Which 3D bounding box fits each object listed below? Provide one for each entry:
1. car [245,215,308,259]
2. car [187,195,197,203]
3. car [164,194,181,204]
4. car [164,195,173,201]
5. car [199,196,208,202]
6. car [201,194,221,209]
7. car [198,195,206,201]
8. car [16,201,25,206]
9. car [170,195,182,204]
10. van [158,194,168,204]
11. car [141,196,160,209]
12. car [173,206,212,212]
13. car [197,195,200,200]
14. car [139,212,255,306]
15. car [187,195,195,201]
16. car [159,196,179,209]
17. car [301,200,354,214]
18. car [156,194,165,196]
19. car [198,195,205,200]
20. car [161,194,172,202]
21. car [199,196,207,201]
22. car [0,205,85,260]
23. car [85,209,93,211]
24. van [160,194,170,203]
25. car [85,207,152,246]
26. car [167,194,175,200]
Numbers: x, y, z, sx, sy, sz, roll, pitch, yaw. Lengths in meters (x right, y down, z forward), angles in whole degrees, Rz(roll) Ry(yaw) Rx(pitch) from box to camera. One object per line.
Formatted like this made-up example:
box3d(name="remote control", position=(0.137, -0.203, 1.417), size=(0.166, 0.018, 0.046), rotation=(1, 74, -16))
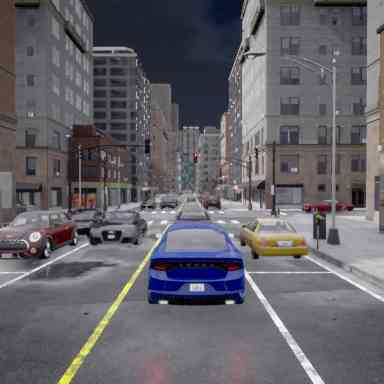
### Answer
box3d(name="car", position=(2.821, 1.527, 12.419), size=(1.752, 1.417, 4.829), rotation=(-1, 0, 0))
box3d(name="car", position=(-0.159, 1.577, 74.045), size=(2.128, 1.511, 4.902), rotation=(0, 0, 0))
box3d(name="car", position=(-3.207, 1.550, 55.245), size=(1.837, 1.490, 4.892), rotation=(0, 0, 0))
box3d(name="car", position=(-5.858, 1.505, 83.700), size=(1.967, 1.590, 4.097), rotation=(-1, 0, 0))
box3d(name="car", position=(2.688, 1.587, 78.303), size=(1.752, 1.417, 4.829), rotation=(-1, 0, 0))
box3d(name="car", position=(2.750, 1.349, 44.617), size=(2.192, 1.841, 5.009), rotation=(-1, 0, 0))
box3d(name="car", position=(2.668, 1.633, 89.304), size=(1.947, 1.339, 4.313), rotation=(-1, 0, 0))
box3d(name="car", position=(-15.842, 1.519, 29.468), size=(4.553, 1.767, 2.097), rotation=(-1, 1, 1))
box3d(name="car", position=(-3.180, 1.406, 65.450), size=(2.097, 1.767, 4.553), rotation=(0, 0, 1))
box3d(name="van", position=(-5.823, 1.396, 66.943), size=(1.690, 1.788, 3.998), rotation=(-1, 0, 0))
box3d(name="car", position=(-5.773, 1.600, 44.599), size=(1.947, 1.339, 4.313), rotation=(-1, 0, 0))
box3d(name="car", position=(0.063, 1.605, 17.515), size=(1.895, 1.301, 4.718), rotation=(0, 0, 0))
box3d(name="car", position=(2.707, 1.370, 66.961), size=(2.192, 1.841, 5.009), rotation=(-1, 0, 0))
box3d(name="car", position=(0.079, 1.478, 8.152), size=(1.882, 1.535, 5.008), rotation=(0, 0, 0))
box3d(name="car", position=(-0.182, 1.534, 84.497), size=(1.895, 1.301, 4.718), rotation=(0, 0, 0))
box3d(name="car", position=(-3.193, 1.582, 45.347), size=(2.033, 1.411, 5.357), rotation=(0, 0, 0))
box3d(name="car", position=(13.289, 1.457, 32.882), size=(4.718, 1.301, 1.895), rotation=(-1, 1, -1))
box3d(name="car", position=(-5.797, 1.571, 55.601), size=(1.752, 1.417, 4.829), rotation=(-1, 0, 0))
box3d(name="car", position=(2.657, 1.621, 94.890), size=(2.008, 1.369, 4.403), rotation=(-1, 0, 0))
box3d(name="car", position=(-5.847, 1.377, 78.115), size=(2.192, 1.841, 5.009), rotation=(-1, 0, 0))
box3d(name="car", position=(2.678, 1.631, 83.718), size=(1.947, 1.339, 4.313), rotation=(-1, 0, 0))
box3d(name="car", position=(-5.704, 1.441, 12.230), size=(1.967, 1.590, 4.097), rotation=(-1, 0, 0))
box3d(name="car", position=(-5.715, 1.570, 17.726), size=(1.947, 1.339, 4.313), rotation=(-1, 0, 0))
box3d(name="van", position=(-5.835, 1.400, 72.529), size=(1.690, 1.788, 3.998), rotation=(-1, 0, 0))
box3d(name="car", position=(-3.170, 1.567, 15.055), size=(1.994, 1.385, 4.181), rotation=(0, 0, -1))
box3d(name="car", position=(-5.882, 1.510, 94.871), size=(1.967, 1.590, 4.097), rotation=(-1, 0, 0))
